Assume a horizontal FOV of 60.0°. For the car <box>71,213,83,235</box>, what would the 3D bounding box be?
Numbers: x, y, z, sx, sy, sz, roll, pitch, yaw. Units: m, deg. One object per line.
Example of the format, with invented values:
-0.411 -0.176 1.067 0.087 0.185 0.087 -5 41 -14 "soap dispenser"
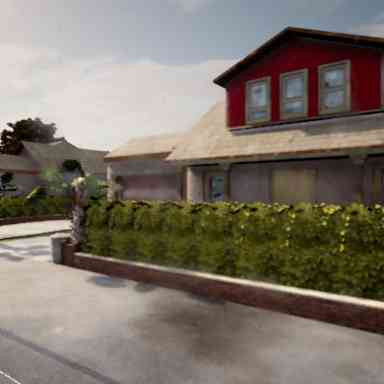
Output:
-3.738 1.193 15.217 1.845 1.501 3.633 0 0 33 "car"
